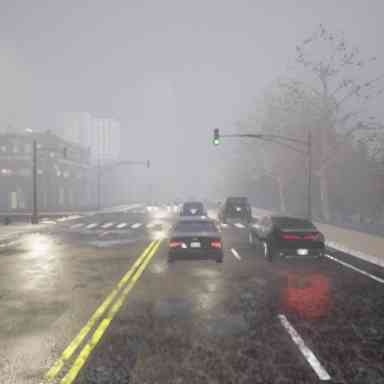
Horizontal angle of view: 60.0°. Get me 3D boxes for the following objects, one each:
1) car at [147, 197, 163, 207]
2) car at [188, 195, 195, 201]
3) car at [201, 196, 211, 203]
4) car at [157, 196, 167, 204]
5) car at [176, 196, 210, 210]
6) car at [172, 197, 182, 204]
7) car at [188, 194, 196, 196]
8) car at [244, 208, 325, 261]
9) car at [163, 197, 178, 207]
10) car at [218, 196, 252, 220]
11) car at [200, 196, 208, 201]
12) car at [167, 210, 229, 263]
[{"bbox_3d":[-6.561,1.722,57.497,2.128,1.511,4.902,0,0,0],"label":"car"},{"bbox_3d":[-0.016,1.681,88.427,1.837,1.490,4.892,0,0,0],"label":"car"},{"bbox_3d":[3.235,1.827,78.008,2.128,1.511,4.902,0,0,0],"label":"car"},{"bbox_3d":[-6.511,1.768,72.830,1.882,1.535,5.008,0,0,0],"label":"car"},{"bbox_3d":[0.097,1.459,26.021,2.097,1.767,4.553,0,0,0],"label":"car"},{"bbox_3d":[-3.261,1.815,72.862,2.128,1.511,4.902,0,0,0],"label":"car"},{"bbox_3d":[-0.015,1.527,78.039,2.150,2.045,5.566,0,0,0],"label":"car"},{"bbox_3d":[3.349,1.558,12.475,1.837,1.490,4.892,0,0,0],"label":"car"},{"bbox_3d":[-3.311,1.722,57.496,2.128,1.511,4.902,0,0,1],"label":"car"},{"bbox_3d":[3.348,1.333,26.481,2.150,2.045,5.566,0,0,0],"label":"car"},{"bbox_3d":[3.234,1.734,88.428,1.994,1.385,4.181,0,0,0],"label":"car"},{"bbox_3d":[0.098,1.598,12.198,2.033,1.411,5.357,0,0,0],"label":"car"}]
